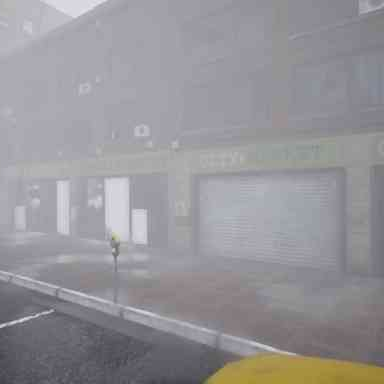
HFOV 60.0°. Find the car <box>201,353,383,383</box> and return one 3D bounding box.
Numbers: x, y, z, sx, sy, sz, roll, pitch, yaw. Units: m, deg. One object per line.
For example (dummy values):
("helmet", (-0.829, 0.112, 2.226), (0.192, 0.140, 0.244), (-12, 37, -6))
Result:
("car", (1.980, 1.525, 1.470), (4.829, 1.417, 1.752), (0, 0, 36))
